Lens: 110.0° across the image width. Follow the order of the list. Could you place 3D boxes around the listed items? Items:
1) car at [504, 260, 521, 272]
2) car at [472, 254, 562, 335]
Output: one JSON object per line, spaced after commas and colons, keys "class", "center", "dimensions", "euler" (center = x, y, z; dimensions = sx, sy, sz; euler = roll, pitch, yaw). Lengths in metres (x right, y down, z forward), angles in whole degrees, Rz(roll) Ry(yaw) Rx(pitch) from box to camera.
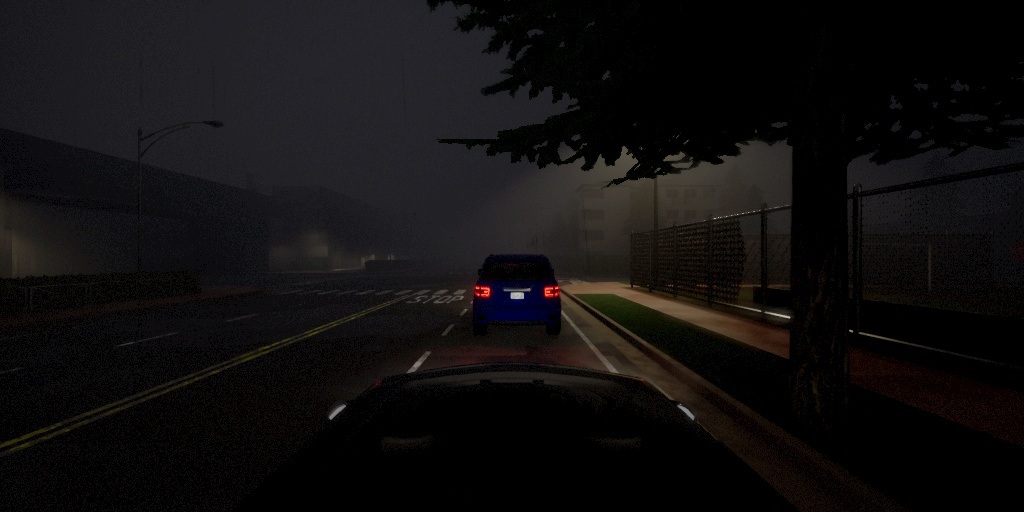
{"class": "car", "center": [0.068, 1.241, 46.451], "dimensions": [2.128, 1.511, 4.902], "euler": [0, 0, -1]}
{"class": "car", "center": [0.125, 0.972, 10.609], "dimensions": [2.150, 2.045, 5.566], "euler": [0, 0, 0]}
